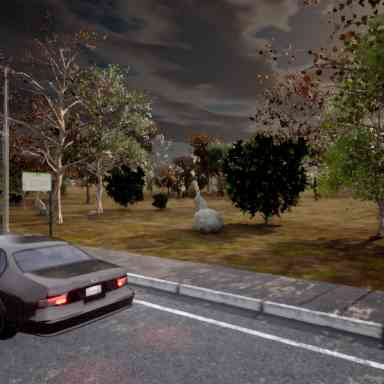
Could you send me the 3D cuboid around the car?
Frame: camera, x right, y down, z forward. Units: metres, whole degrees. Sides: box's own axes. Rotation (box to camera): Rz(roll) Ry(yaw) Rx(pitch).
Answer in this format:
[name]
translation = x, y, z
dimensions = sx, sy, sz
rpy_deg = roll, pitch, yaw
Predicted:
[car]
translation = -3.542, 1.547, 6.530
dimensions = 5.357, 1.411, 2.033
rpy_deg = 0, 0, 36
